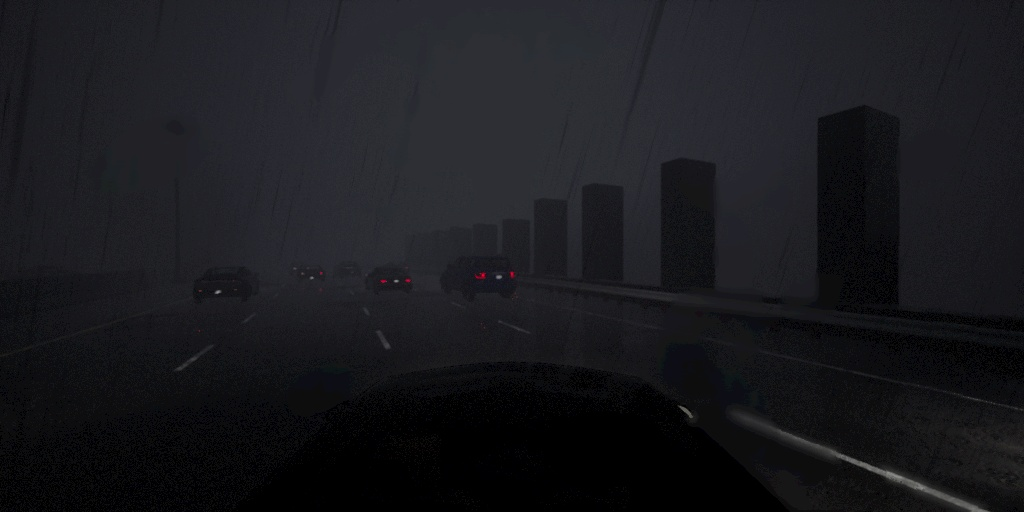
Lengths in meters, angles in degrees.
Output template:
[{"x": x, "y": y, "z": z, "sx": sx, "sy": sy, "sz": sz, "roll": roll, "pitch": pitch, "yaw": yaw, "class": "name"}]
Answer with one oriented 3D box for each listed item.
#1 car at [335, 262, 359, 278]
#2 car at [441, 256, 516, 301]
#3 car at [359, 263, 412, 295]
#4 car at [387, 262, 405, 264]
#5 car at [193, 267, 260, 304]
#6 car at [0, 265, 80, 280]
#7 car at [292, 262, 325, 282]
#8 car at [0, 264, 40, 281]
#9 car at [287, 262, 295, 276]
[{"x": -15.894, "y": 1.281, "z": 34.678, "sx": 2.128, "sy": 1.511, "sz": 4.902, "roll": 0, "pitch": 0, "yaw": -34, "class": "car"}, {"x": -1.813, "y": 0.996, "z": 17.877, "sx": 2.150, "sy": 2.045, "sz": 5.566, "roll": 0, "pitch": 0, "yaw": -28, "class": "car"}, {"x": -7.074, "y": 1.321, "z": 20.284, "sx": 2.033, "sy": 1.411, "sz": 5.357, "roll": 0, "pitch": 0, "yaw": -29, "class": "car"}, {"x": -11.016, "y": 1.282, "z": 33.637, "sx": 2.128, "sy": 1.511, "sz": 4.902, "roll": 0, "pitch": 0, "yaw": -32, "class": "car"}, {"x": -13.085, "y": 1.255, "z": 16.638, "sx": 2.128, "sy": 1.511, "sz": 4.902, "roll": 0, "pitch": 0, "yaw": -29, "class": "car"}, {"x": -28.924, "y": 1.327, "z": 22.317, "sx": 1.994, "sy": 1.385, "sz": 4.181, "roll": 0, "pitch": 0, "yaw": -33, "class": "car"}, {"x": -16.444, "y": 1.381, "z": 29.145, "sx": 1.895, "sy": 1.301, "sz": 4.718, "roll": 0, "pitch": 0, "yaw": -33, "class": "car"}, {"x": -43.624, "y": 1.435, "z": 31.206, "sx": 1.895, "sy": 1.301, "sz": 4.718, "roll": 0, "pitch": 0, "yaw": -38, "class": "car"}, {"x": -23.135, "y": 1.339, "z": 38.946, "sx": 2.033, "sy": 1.411, "sz": 5.357, "roll": 0, "pitch": 0, "yaw": -36, "class": "car"}]
